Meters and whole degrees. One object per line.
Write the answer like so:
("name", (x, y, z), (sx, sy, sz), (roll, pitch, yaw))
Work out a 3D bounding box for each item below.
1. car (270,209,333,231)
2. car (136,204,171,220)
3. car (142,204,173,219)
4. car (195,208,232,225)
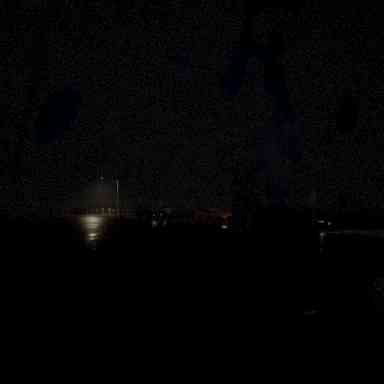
("car", (8.135, 2.045, 25.050), (1.837, 1.490, 4.892), (1, -3, -35))
("car", (-5.508, 2.631, 44.270), (2.150, 2.045, 5.566), (1, -3, -36))
("car", (-5.181, 2.816, 48.872), (2.150, 2.045, 5.566), (1, -3, -35))
("car", (2.325, 2.384, 33.251), (1.882, 1.535, 5.008), (1, -3, -36))
